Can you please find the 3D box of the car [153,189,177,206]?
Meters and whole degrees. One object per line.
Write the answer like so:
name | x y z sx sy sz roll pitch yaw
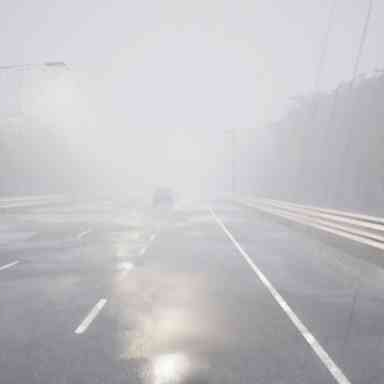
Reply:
car | -3.424 0.629 40.497 2.150 2.045 5.566 0 1 0

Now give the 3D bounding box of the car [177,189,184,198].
car | -3.311 0.545 69.580 1.994 1.385 4.181 0 1 0
